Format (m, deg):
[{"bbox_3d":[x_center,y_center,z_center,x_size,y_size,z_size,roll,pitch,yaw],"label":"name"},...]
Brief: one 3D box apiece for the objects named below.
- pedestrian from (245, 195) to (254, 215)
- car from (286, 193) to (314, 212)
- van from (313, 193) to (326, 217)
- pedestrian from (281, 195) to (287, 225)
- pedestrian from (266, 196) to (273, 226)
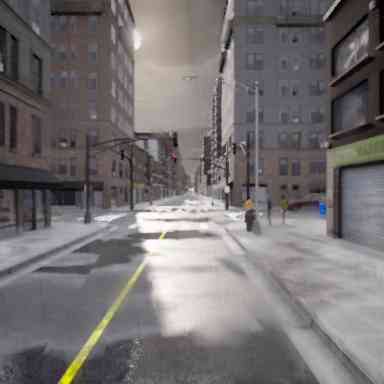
[{"bbox_3d":[3.625,1.116,21.157,0.375,1.860,0.375,0,0,0],"label":"pedestrian"},{"bbox_3d":[12.067,1.075,34.798,5.009,1.841,2.192,-1,1,0],"label":"car"},{"bbox_3d":[12.094,1.172,26.273,3.998,1.788,1.690,-1,1,0],"label":"van"},{"bbox_3d":[5.626,1.089,20.558,0.375,1.860,0.375,0,0,0],"label":"pedestrian"},{"bbox_3d":[4.626,1.105,19.958,0.375,1.860,0.375,0,0,0],"label":"pedestrian"}]
